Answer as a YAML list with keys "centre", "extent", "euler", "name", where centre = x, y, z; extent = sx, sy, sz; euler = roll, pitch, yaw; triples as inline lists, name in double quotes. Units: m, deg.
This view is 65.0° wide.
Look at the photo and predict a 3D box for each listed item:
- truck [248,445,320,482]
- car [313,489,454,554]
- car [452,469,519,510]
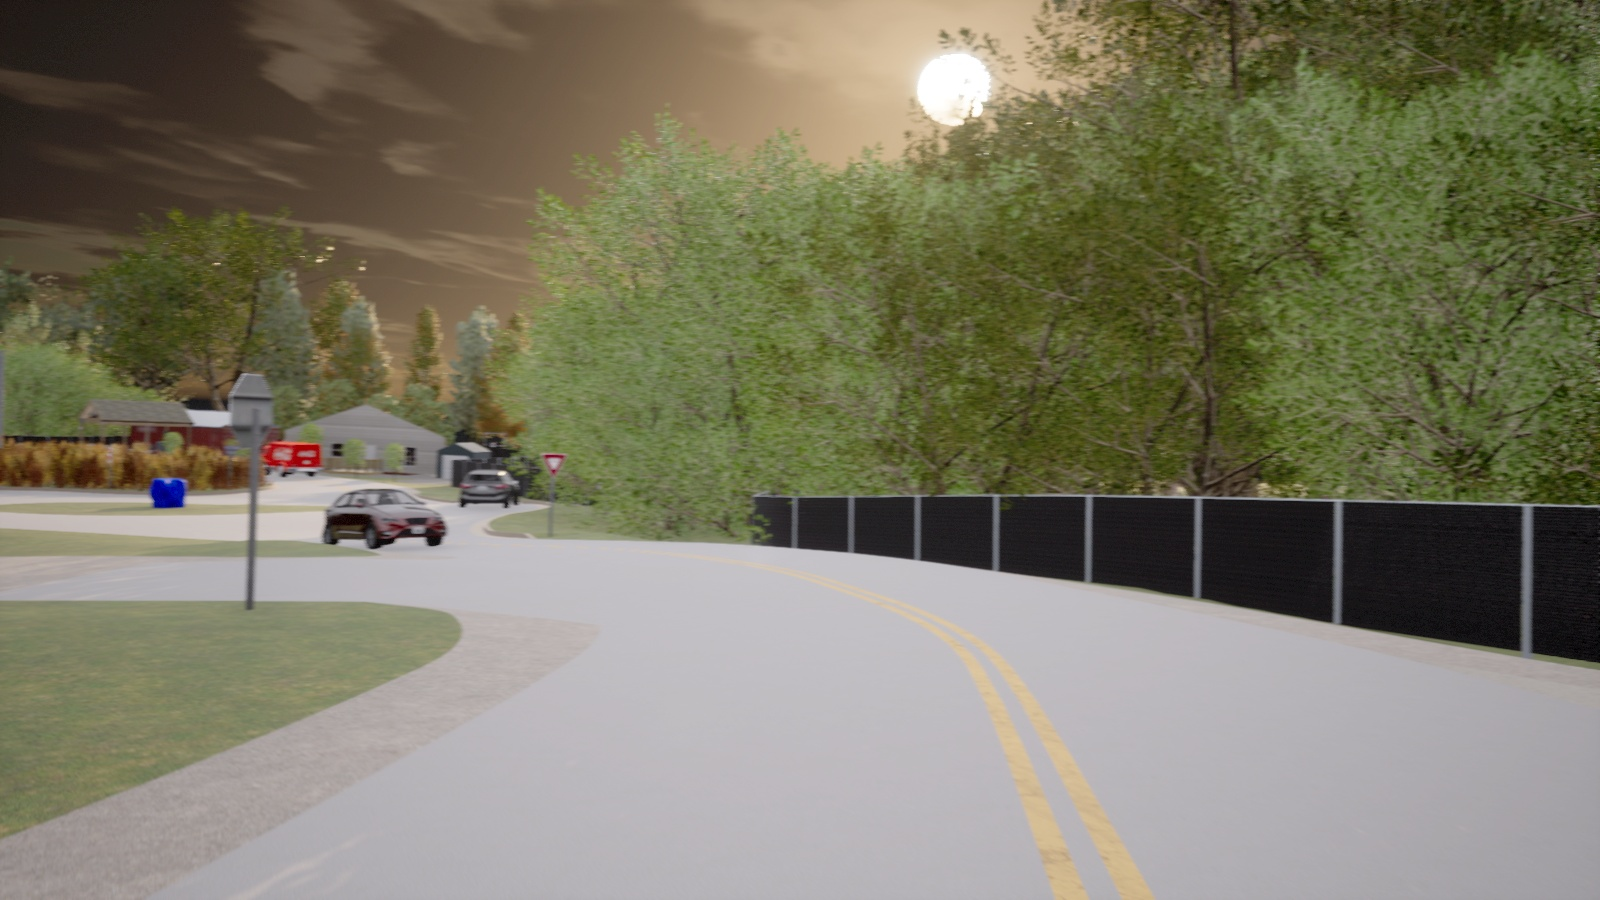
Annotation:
- centre: [-37.170, 0.946, 90.418]
  extent: [5.204, 2.467, 2.627]
  euler: [2, 2, 39]
  name: "truck"
- centre: [-10.428, 1.769, 31.234]
  extent: [1.816, 1.474, 4.193]
  euler: [0, -3, -41]
  name: "car"
- centre: [-14.167, 1.748, 56.822]
  extent: [2.242, 1.667, 4.611]
  euler: [1, 0, -5]
  name: "car"
